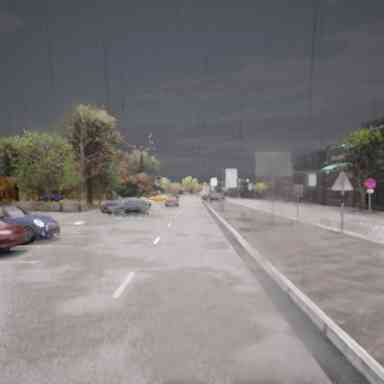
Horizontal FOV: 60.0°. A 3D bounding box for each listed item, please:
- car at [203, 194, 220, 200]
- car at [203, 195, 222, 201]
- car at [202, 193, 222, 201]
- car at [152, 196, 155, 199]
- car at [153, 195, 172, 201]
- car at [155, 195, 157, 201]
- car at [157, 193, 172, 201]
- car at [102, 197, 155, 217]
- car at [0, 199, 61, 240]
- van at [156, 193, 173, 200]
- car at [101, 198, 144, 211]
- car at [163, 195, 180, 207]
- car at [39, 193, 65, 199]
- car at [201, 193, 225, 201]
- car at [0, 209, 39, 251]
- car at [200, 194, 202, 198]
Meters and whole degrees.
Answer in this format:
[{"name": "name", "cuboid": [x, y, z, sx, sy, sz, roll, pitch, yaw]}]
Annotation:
[{"name": "car", "cuboid": [5.500, 1.454, 94.081, 4.553, 1.767, 2.185, 0, -1, 0]}, {"name": "car", "cuboid": [5.417, 1.532, 88.474, 4.892, 1.521, 2.231, 0, 0, 0]}, {"name": "car", "cuboid": [5.418, 1.304, 91.282, 5.566, 2.045, 2.435, 0, 0, 0]}, {"name": "car", "cuboid": [-8.047, 1.454, 45.791, 5.008, 1.535, 2.097, 0, 0, 1]}, {"name": "car", "cuboid": [-7.682, 1.548, 85.778, 4.674, 1.452, 2.002, 0, 0, 1]}, {"name": "car", "cuboid": [-8.011, 1.495, 48.939, 4.674, 1.452, 2.002, 0, 0, 1]}, {"name": "car", "cuboid": [-7.749, 1.469, 77.423, 5.008, 1.535, 2.097, 0, 0, 1]}, {"name": "car", "cuboid": [-5.868, 1.425, 29.706, 1.994, 1.385, 4.181, 1, -1, 45]}, {"name": "car", "cuboid": [-8.352, 1.319, 14.907, 4.553, 1.767, 2.185, 0, 0, 0]}, {"name": "van", "cuboid": [-7.727, 1.348, 94.129, 4.442, 1.987, 1.878, 0, 0, 0]}, {"name": "car", "cuboid": [-8.098, 1.492, 39.241, 4.674, 1.452, 2.002, 0, 0, 1]}, {"name": "car", "cuboid": [-2.921, 1.514, 49.763, 1.812, 1.442, 4.674, 0, 0, 0]}, {"name": "car", "cuboid": [-26.206, 0.958, 62.421, 4.553, 1.767, 2.097, 1, 3, 0]}, {"name": "car", "cuboid": [5.356, 1.485, 80.069, 4.892, 1.521, 2.231, 0, 0, 1]}, {"name": "car", "cuboid": [-8.307, 1.486, 11.736, 4.674, 1.452, 2.002, 0, 0, 0]}, {"name": "car", "cuboid": [5.346, 1.245, 82.872, 5.566, 2.045, 2.435, 0, 0, 1]}]
